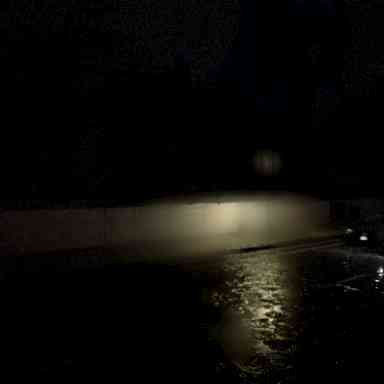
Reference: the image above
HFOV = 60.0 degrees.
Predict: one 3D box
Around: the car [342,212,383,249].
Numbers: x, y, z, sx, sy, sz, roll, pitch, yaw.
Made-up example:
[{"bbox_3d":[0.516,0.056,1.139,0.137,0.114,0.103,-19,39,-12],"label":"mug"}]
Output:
[{"bbox_3d":[7.892,1.502,13.311,4.181,1.385,1.994,0,0,-36],"label":"car"}]
